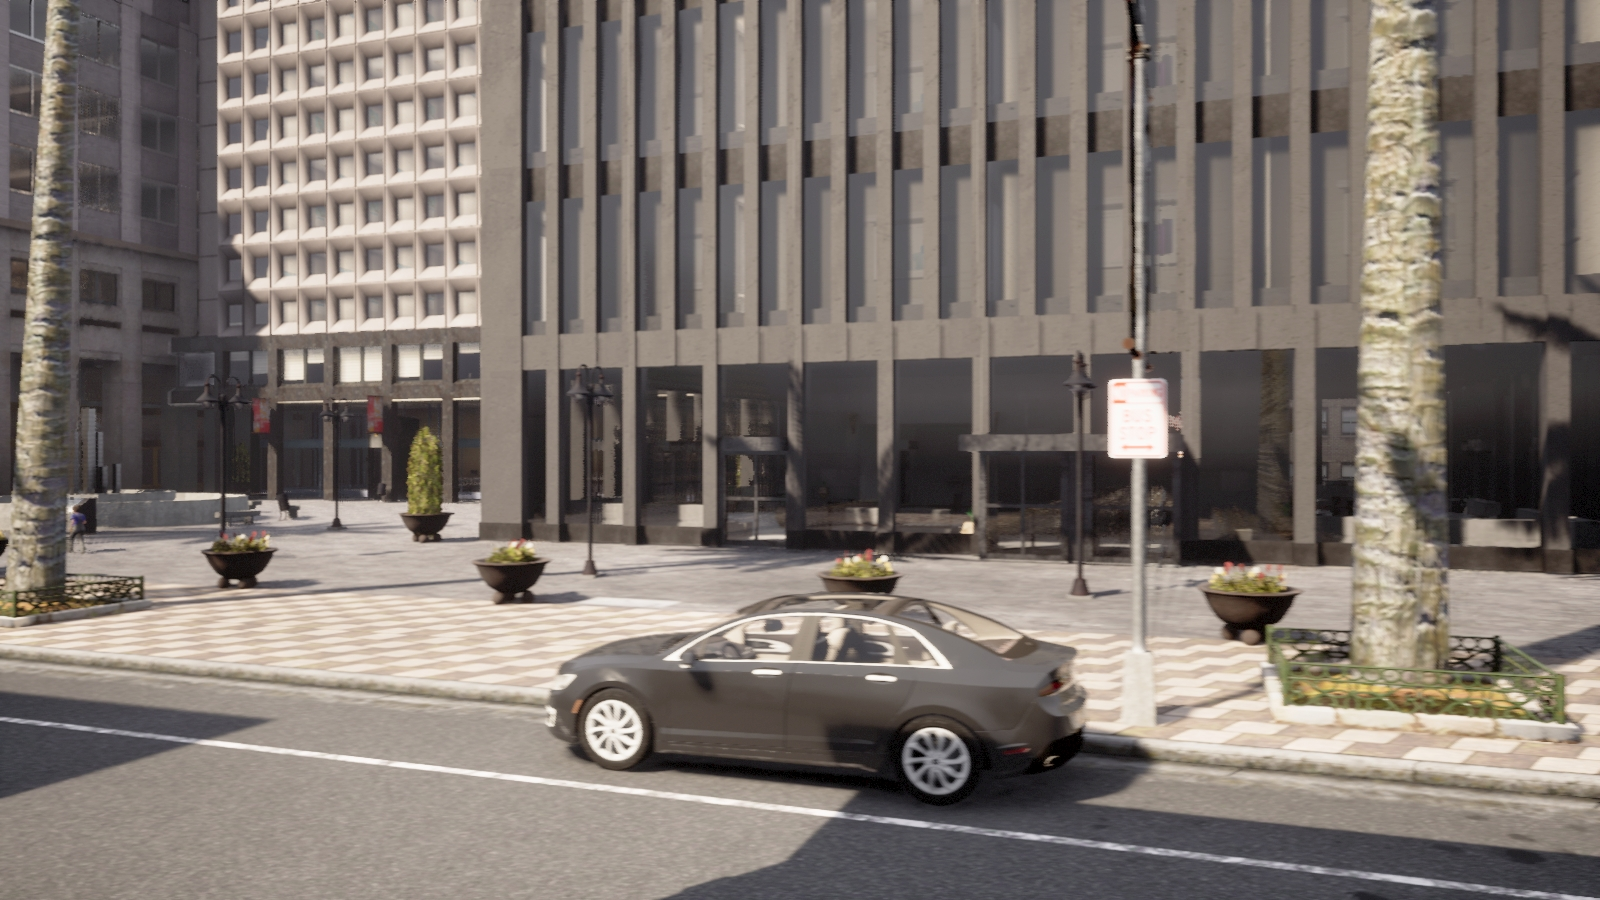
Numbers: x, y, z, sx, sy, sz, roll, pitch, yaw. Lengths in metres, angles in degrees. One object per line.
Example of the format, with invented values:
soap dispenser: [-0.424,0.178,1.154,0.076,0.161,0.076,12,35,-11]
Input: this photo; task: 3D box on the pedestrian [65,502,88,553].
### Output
pedestrian: [-18.686,1.996,29.525,0.375,1.300,0.375,0,0,30]
